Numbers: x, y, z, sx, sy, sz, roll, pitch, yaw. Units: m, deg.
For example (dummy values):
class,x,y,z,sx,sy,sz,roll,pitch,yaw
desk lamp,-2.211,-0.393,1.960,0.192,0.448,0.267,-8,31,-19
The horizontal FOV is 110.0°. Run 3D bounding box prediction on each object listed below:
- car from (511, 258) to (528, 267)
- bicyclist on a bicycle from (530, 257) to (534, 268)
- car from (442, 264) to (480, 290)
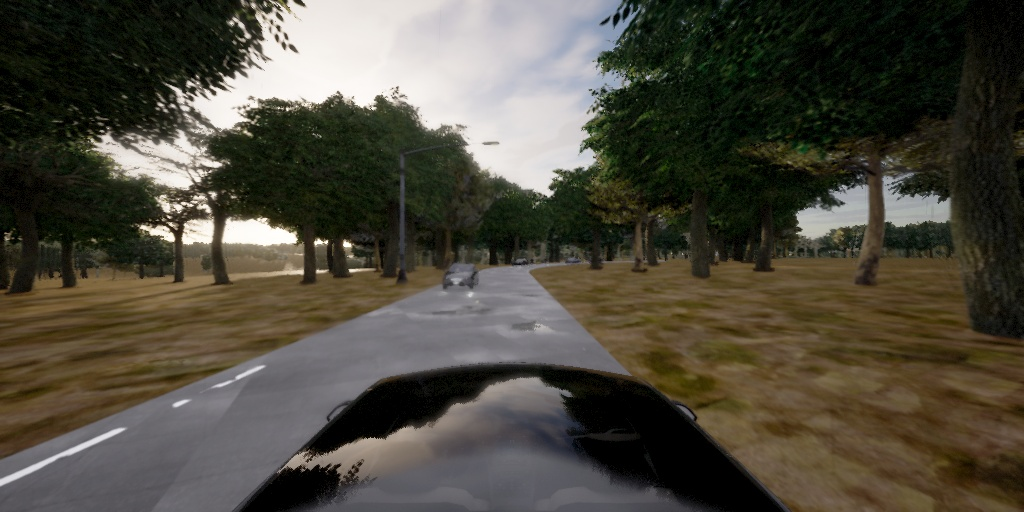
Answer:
class,x,y,z,sx,sy,sz,roll,pitch,yaw
car,1.410,1.147,64.609,1.837,1.490,4.892,0,0,21
bicyclist on a bicycle,3.312,1.028,57.829,0.659,1.776,1.843,0,0,16
car,-3.103,1.235,22.408,2.128,1.511,4.902,0,0,0
